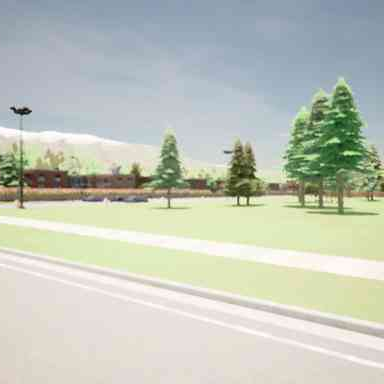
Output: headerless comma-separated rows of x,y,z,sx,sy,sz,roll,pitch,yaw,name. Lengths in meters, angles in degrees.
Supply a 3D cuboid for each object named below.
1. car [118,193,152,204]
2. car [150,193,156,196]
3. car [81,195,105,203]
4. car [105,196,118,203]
-10.541,1.438,62.043,2.033,1.411,5.357,0,0,36,car
-10.782,0.834,79.970,2.097,1.767,4.553,0,0,35,car
-19.754,1.405,67.119,2.033,1.411,5.357,0,0,35,car
-13.629,1.359,63.722,1.882,1.535,5.008,0,0,36,car
